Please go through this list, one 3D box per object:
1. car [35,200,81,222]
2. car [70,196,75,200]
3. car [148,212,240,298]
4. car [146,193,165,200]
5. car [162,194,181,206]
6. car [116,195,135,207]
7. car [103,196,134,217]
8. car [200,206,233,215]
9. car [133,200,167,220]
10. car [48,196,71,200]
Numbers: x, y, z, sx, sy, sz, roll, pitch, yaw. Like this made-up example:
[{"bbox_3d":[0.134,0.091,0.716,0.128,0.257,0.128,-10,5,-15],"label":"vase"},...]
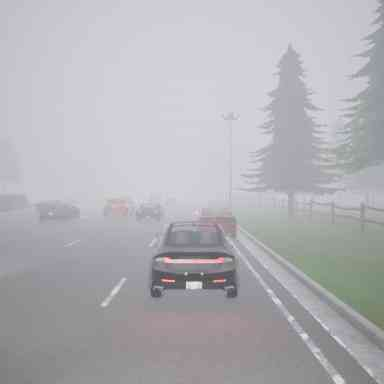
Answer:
[{"bbox_3d":[-10.396,1.571,26.485,1.994,1.385,4.181,0,0,0],"label":"car"},{"bbox_3d":[-22.206,1.508,59.931,2.128,1.511,4.902,0,0,-28],"label":"car"},{"bbox_3d":[0.053,1.494,8.510,2.128,1.511,4.902,0,0,0],"label":"car"},{"bbox_3d":[-6.891,1.240,62.948,2.150,2.045,5.566,0,0,0],"label":"car"},{"bbox_3d":[-3.390,1.563,56.357,2.033,1.411,5.357,0,0,0],"label":"car"},{"bbox_3d":[-10.393,1.365,52.286,2.097,1.767,4.553,0,0,0],"label":"car"},{"bbox_3d":[-6.895,1.360,31.711,2.097,1.767,4.553,0,0,0],"label":"car"},{"bbox_3d":[1.227,1.483,17.852,1.882,1.535,5.008,0,0,0],"label":"car"},{"bbox_3d":[-3.396,1.608,27.757,1.895,1.301,4.718,0,0,0],"label":"car"},{"bbox_3d":[-14.308,1.487,34.029,1.882,1.535,5.008,0,0,-4],"label":"car"}]
